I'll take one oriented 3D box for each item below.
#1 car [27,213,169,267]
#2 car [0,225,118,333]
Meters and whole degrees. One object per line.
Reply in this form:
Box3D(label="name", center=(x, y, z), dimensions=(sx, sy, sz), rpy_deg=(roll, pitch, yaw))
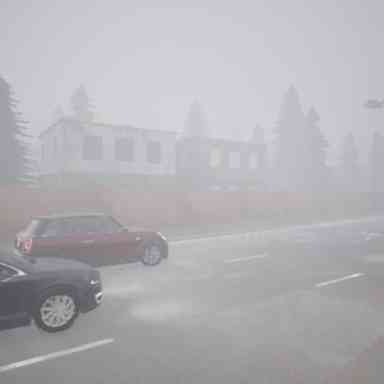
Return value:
Box3D(label="car", center=(-2.944, 1.420, 10.229), dimensions=(4.553, 1.767, 2.097), rpy_deg=(0, 0, -35))
Box3D(label="car", center=(-3.893, 1.546, 5.285), dimensions=(4.892, 1.490, 1.837), rpy_deg=(0, 0, -35))
